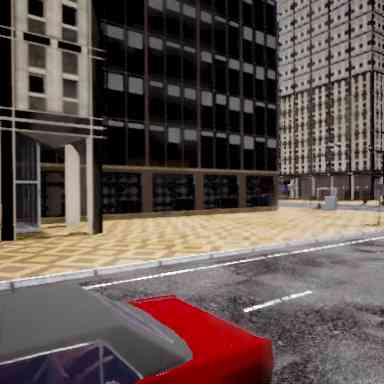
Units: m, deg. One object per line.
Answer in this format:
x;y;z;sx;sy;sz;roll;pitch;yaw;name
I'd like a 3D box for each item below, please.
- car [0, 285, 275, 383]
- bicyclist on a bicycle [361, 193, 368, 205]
-1.624;1.601;2.527;4.718;1.301;1.895;0;0;-36;car
24.690;1.014;47.569;1.656;1.620;0.582;-1;1;-34;bicyclist on a bicycle
